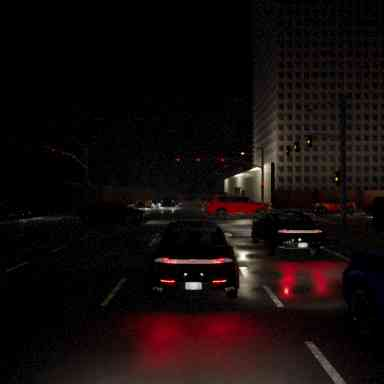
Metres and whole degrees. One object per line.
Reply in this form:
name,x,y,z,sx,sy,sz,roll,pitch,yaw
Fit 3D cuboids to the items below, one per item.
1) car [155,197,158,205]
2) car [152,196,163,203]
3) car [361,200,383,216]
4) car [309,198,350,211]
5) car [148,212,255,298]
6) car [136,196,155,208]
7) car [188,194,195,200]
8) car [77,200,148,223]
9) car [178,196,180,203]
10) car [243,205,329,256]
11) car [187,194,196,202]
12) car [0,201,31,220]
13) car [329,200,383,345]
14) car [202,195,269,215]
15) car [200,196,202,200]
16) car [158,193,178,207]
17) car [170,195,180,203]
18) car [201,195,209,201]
car,-7.151,1.478,58.566,1.882,1.535,5.008,0,0,0
car,-7.085,1.601,68.729,1.895,1.301,4.718,0,0,0
car,19.374,1.533,32.239,5.008,1.535,1.882,0,0,0
car,14.989,1.407,35.726,4.553,1.767,2.097,0,0,0
car,0.046,1.492,8.470,2.128,1.511,4.902,0,0,0
car,-7.151,1.478,49.244,1.882,1.535,5.008,0,0,0
car,-0.109,1.328,88.994,1.837,1.490,4.892,0,0,0
car,-6.055,1.533,24.954,4.892,1.490,1.837,0,0,0
car,-3.637,1.221,60.948,2.150,2.045,5.566,0,0,0
car,3.565,1.492,13.088,2.128,1.511,4.902,0,0,0
car,-0.096,1.347,78.741,2.097,1.767,4.553,0,0,0
car,-16.335,1.560,28.421,4.892,1.490,1.837,0,0,0
car,3.596,1.221,3.242,2.150,2.045,5.566,0,0,0
car,3.941,1.253,28.487,5.566,2.045,2.150,0,0,0
car,3.404,1.524,78.788,1.812,1.442,4.674,0,0,0
car,-3.649,1.352,51.359,2.097,1.767,4.553,0,0,0
car,-3.587,1.478,71.097,1.882,1.535,5.008,0,0,0
car,3.391,1.500,89.093,1.837,1.490,4.892,0,0,0
